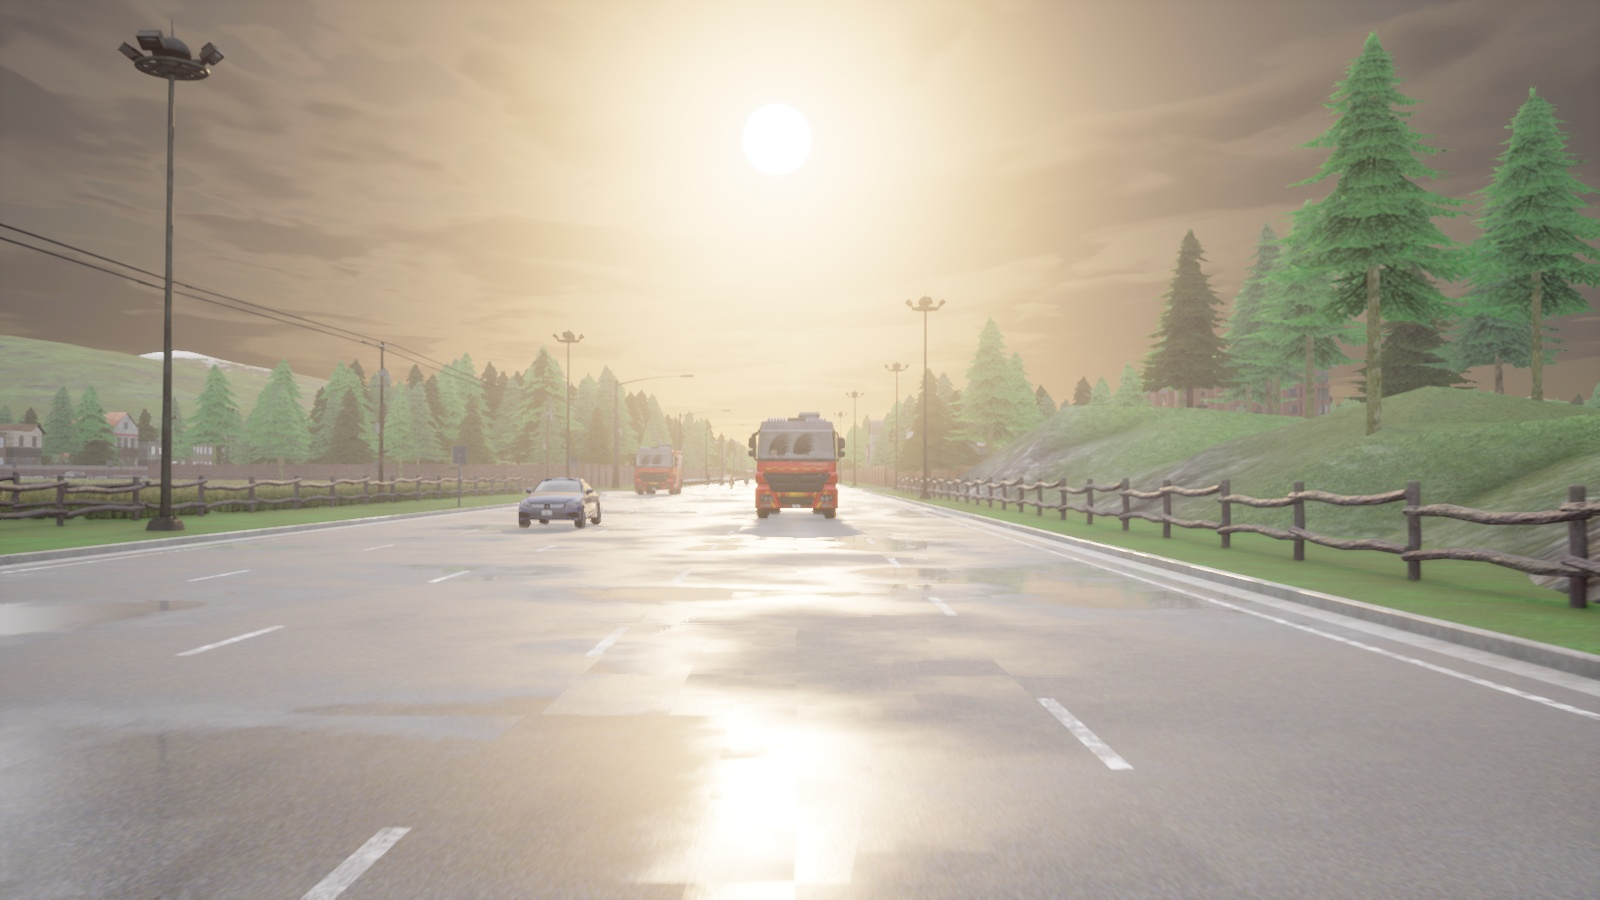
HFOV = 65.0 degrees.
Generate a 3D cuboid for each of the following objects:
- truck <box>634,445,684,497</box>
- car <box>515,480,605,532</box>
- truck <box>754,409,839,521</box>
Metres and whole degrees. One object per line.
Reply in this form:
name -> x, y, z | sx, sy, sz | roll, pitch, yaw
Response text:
truck -> -10.740, 1.607, 96.134 | 2.891, 3.827, 8.468 | 0, -1, 0
car -> -7.092, 1.619, 37.509 | 1.812, 1.442, 4.674 | 0, -1, 0
truck -> -0.120, 0.588, 46.998 | 2.891, 3.827, 8.468 | 0, -1, 0
